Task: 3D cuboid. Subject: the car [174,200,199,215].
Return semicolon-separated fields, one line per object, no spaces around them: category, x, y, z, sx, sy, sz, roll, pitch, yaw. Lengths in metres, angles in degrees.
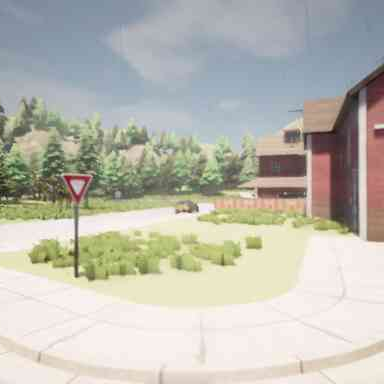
car;-0.582;1.655;36.665;1.816;1.474;4.193;-6;-2;17
